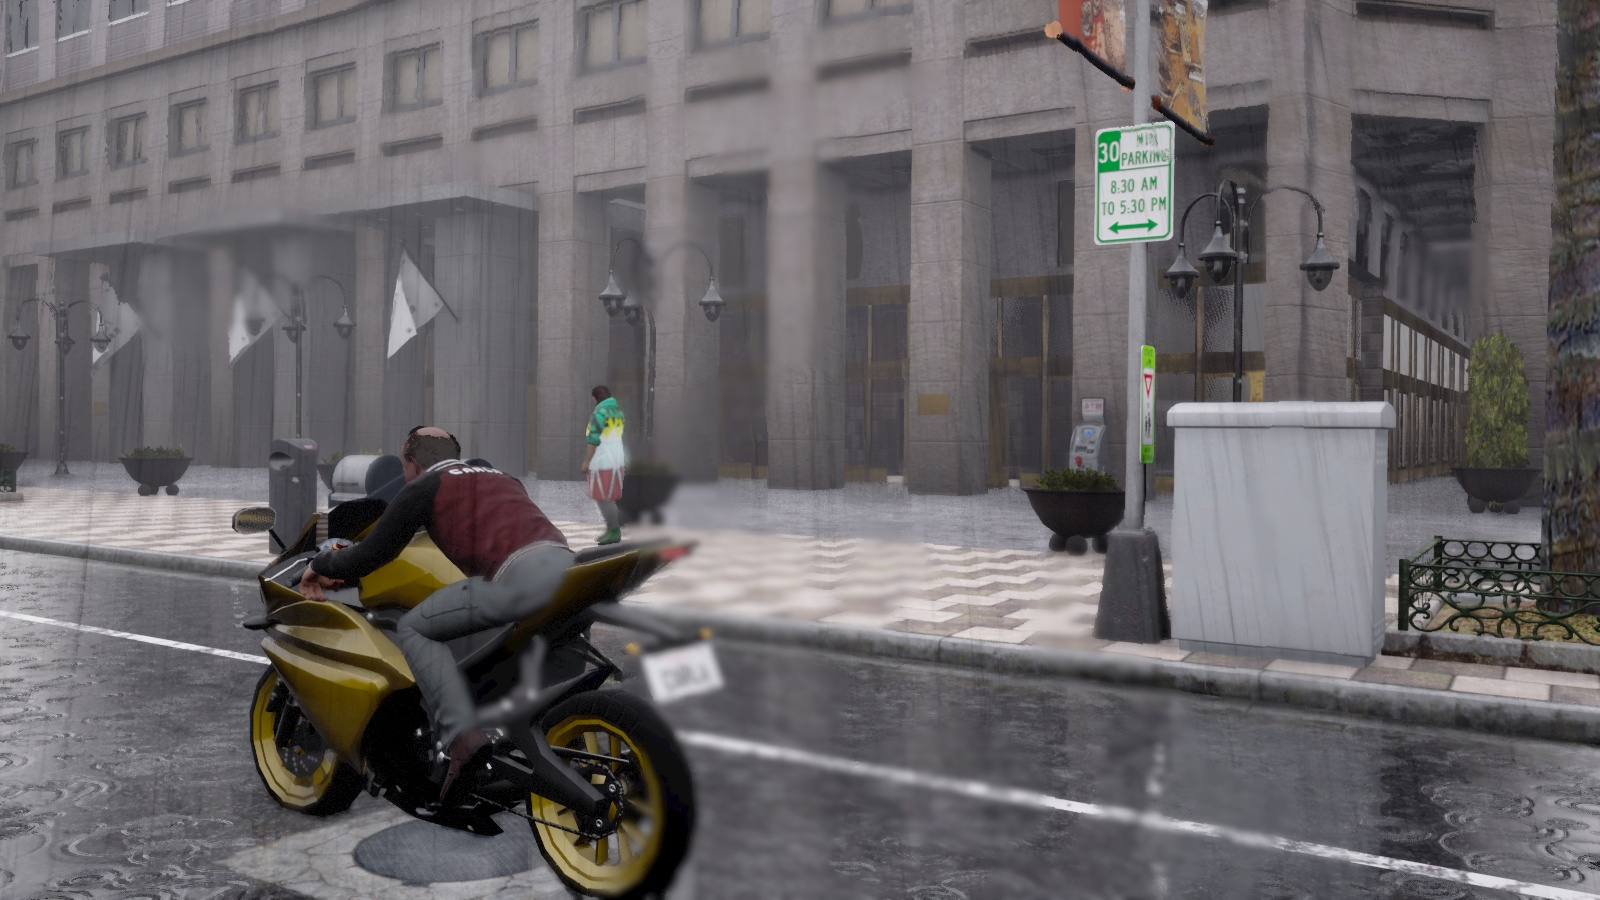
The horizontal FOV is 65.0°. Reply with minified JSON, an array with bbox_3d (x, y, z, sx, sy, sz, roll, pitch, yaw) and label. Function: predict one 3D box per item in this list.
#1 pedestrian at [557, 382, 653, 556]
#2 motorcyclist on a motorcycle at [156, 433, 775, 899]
[{"bbox_3d":[-2.255,0.210,14.569,0.873,1.952,0.659,0,1,18],"label":"pedestrian"},{"bbox_3d":[-1.241,0.717,4.448,2.191,1.530,0.866,0,1,34],"label":"motorcyclist on a motorcycle"}]
